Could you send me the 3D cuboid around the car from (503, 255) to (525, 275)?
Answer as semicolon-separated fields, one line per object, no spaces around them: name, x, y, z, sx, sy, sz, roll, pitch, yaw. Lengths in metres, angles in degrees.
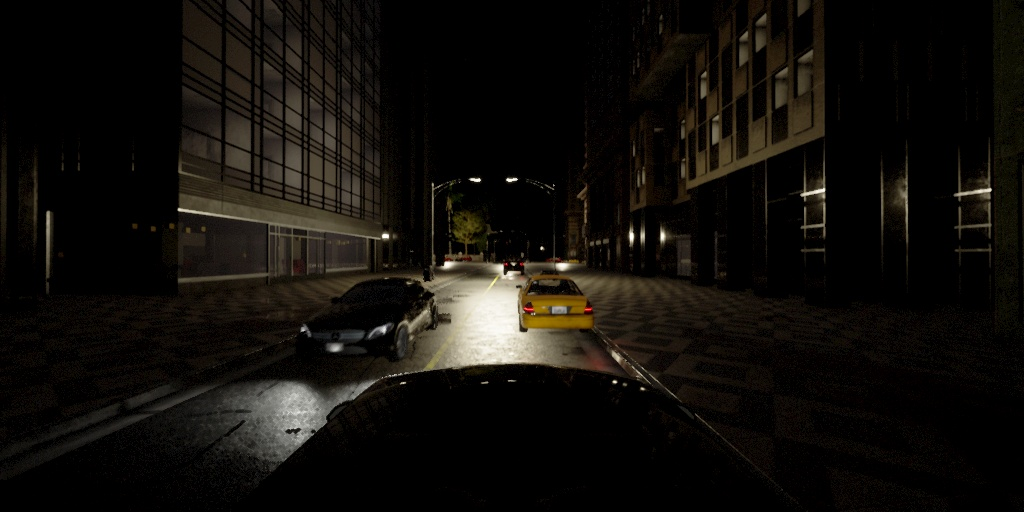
car;0.225;0.958;38.248;2.150;2.045;5.566;0;0;1

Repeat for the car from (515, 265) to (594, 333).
car;1.087;1.202;10.699;1.801;1.575;5.366;0;0;0

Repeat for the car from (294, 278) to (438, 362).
car;-2.973;1.273;8.362;1.812;1.442;4.674;0;0;0
